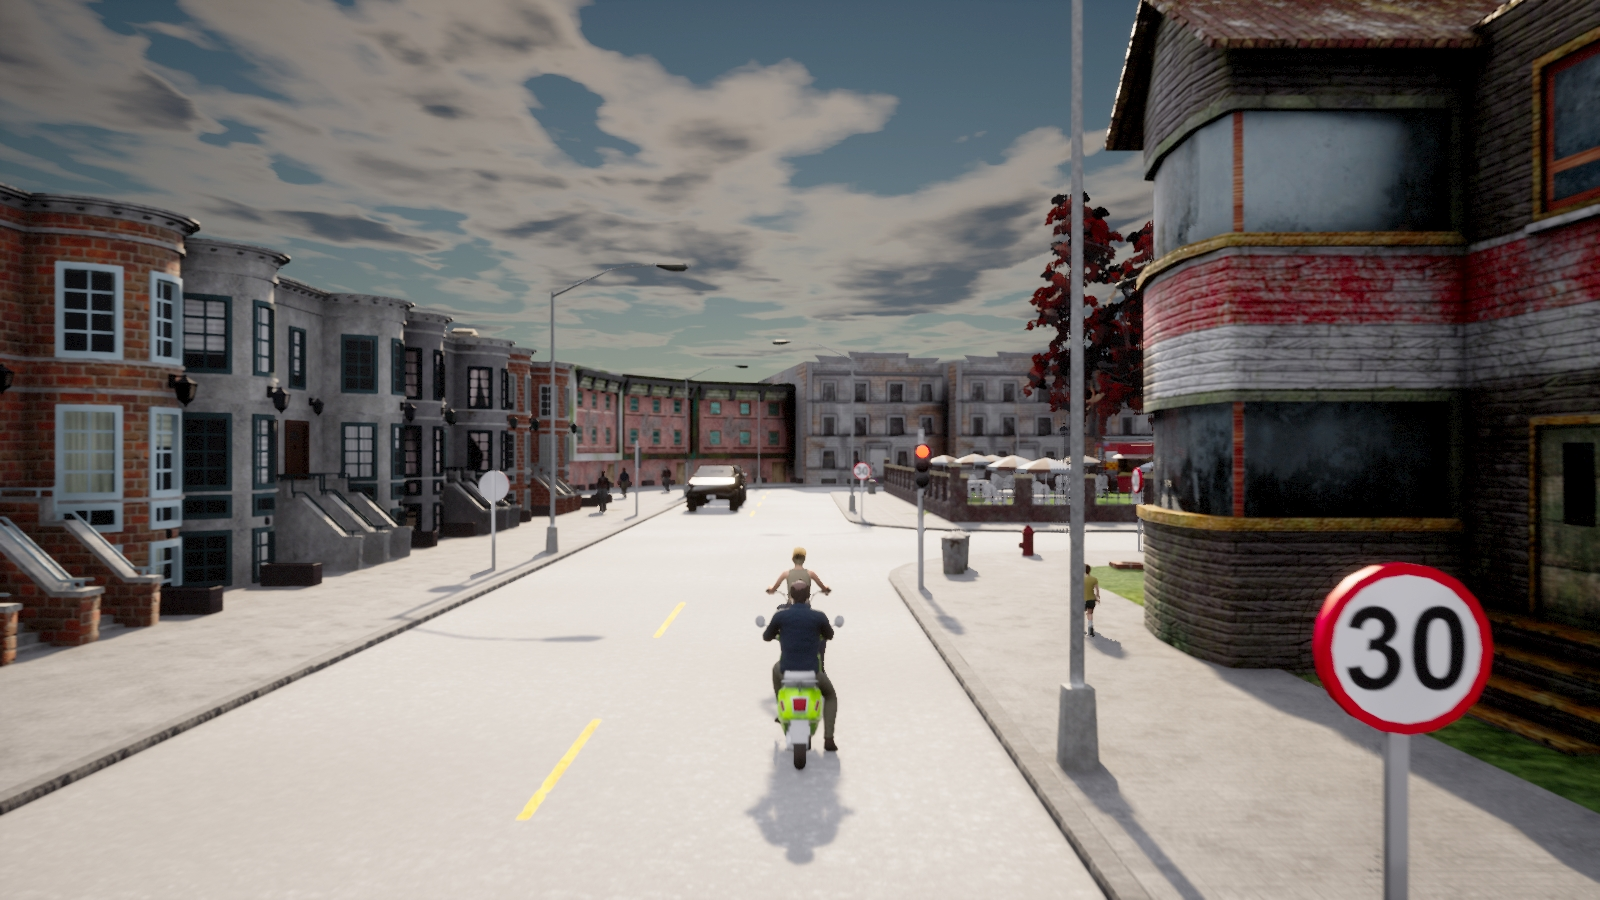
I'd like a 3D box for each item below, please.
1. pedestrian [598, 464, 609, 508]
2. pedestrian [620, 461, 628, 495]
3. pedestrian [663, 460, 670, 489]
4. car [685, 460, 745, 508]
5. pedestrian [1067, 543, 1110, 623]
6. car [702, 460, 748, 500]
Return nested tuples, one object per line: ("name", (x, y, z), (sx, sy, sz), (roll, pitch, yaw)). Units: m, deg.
("pedestrian", (-8.436, 1.553, 49.118), (0.375, 1.860, 0.375), (0, 0, 5))
("pedestrian", (-9.841, 1.561, 63.891), (0.375, 1.860, 0.375), (0, 0, 0))
("pedestrian", (-8.520, 1.566, 73.117), (0.375, 1.860, 0.375), (0, 0, 7))
("car", (-3.999, 1.565, 54.759), (2.390, 2.098, 6.274), (0, 0, 0))
("pedestrian", (4.174, 1.914, 16.534), (0.500, 1.100, 0.500), (0, 0, 0))
("car", (-4.054, 1.595, 62.483), (2.150, 2.045, 5.566), (0, 0, 0))
